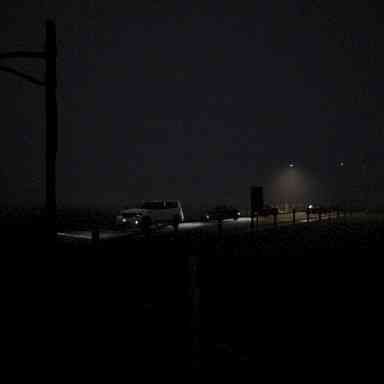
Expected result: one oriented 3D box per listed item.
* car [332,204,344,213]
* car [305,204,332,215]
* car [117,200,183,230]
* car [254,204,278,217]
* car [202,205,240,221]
[{"bbox_3d":[23.361,2.670,54.192,1.812,1.442,4.674,0,-1,37],"label":"car"},{"bbox_3d":[17.166,2.483,45.761,2.033,1.411,5.357,0,-1,36],"label":"car"},{"bbox_3d":[-2.917,1.608,24.590,2.150,2.045,5.566,0,-1,36],"label":"car"},{"bbox_3d":[8.936,2.265,40.752,2.128,1.511,4.902,0,-1,36],"label":"car"},{"bbox_3d":[2.902,2.067,32.525,2.128,1.511,4.902,0,-1,36],"label":"car"}]
